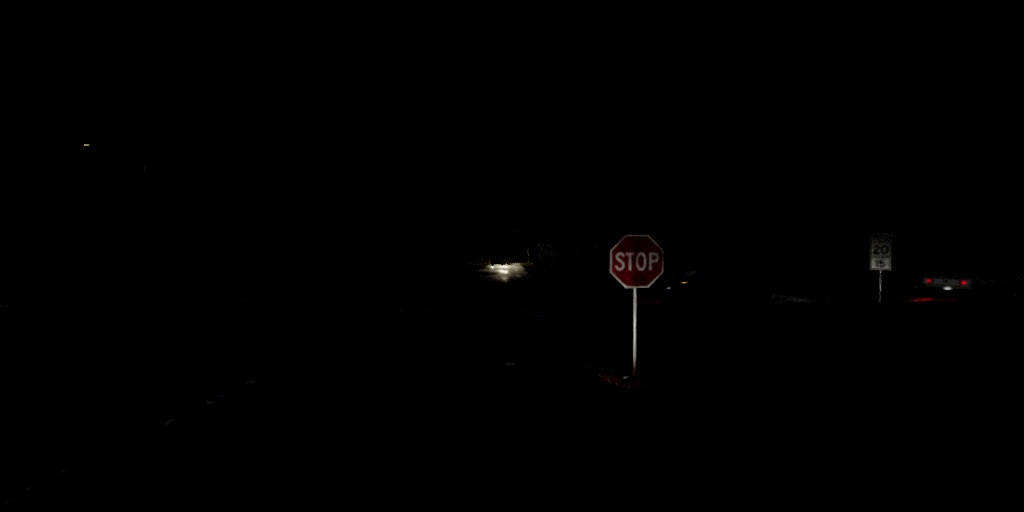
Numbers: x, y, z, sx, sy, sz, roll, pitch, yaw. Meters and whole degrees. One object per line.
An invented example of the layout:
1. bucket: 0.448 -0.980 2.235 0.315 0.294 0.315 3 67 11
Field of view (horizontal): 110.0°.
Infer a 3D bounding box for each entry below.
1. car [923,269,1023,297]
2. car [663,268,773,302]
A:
1. car: 23.804 1.314 18.087 4.718 1.301 1.895 0 1 -8
2. car: 9.389 1.258 16.480 4.674 1.442 1.812 0 1 -5
